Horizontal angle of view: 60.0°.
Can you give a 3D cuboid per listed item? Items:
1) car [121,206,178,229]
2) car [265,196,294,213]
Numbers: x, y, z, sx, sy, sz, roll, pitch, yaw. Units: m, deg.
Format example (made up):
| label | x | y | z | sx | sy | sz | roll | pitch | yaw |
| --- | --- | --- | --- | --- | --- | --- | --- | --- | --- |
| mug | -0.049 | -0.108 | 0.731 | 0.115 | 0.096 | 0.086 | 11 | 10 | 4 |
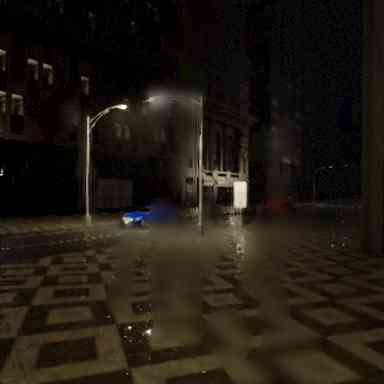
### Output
| label | x | y | z | sx | sy | sz | roll | pitch | yaw |
| --- | --- | --- | --- | --- | --- | --- | --- | --- | --- |
| car | -2.876 | 1.704 | 23.428 | 1.812 | 1.442 | 4.674 | 1 | 0 | 35 |
| car | 11.634 | 1.576 | 43.796 | 2.150 | 2.045 | 5.566 | 1 | 0 | 36 |
